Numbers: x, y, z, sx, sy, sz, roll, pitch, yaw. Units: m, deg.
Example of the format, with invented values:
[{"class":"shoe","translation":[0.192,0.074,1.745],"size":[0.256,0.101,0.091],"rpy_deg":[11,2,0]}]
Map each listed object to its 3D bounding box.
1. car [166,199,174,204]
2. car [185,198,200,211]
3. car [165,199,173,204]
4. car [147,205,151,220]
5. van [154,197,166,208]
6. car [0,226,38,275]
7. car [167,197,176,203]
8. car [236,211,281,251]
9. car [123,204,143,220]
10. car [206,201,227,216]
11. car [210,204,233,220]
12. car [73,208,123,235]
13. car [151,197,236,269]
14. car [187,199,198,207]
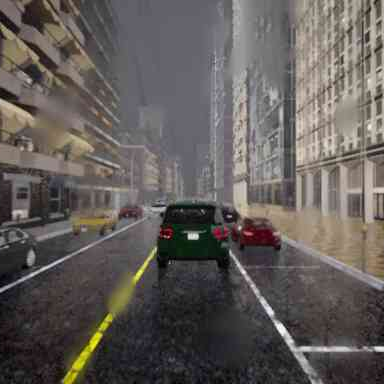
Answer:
[{"class":"car","translation":[-5.694,2.407,87.923],"size":[1.802,1.307,4.206],"rpy_deg":[0,-1,0]},{"class":"car","translation":[0.100,1.798,48.586],"size":[2.097,1.767,4.553],"rpy_deg":[0,-1,0]},{"class":"car","translation":[-5.694,2.350,82.274],"size":[1.802,1.307,4.206],"rpy_deg":[0,-1,0]},{"class":"car","translation":[-3.001,1.730,31.588],"size":[1.812,1.442,4.674],"rpy_deg":[0,-1,0]},{"class":"van","translation":[-5.692,1.892,59.684],"size":[1.690,1.788,3.998],"rpy_deg":[0,-1,0]},{"class":"car","translation":[-5.689,1.630,8.846],"size":[2.008,1.369,4.403],"rpy_deg":[0,-1,0]},{"class":"car","translation":[-5.695,2.196,93.574],"size":[2.192,1.841,5.009],"rpy_deg":[0,-1,0]},{"class":"car","translation":[2.690,1.712,14.495],"size":[1.802,1.307,4.206],"rpy_deg":[0,-1,0]},{"class":"car","translation":[-5.691,1.830,31.440],"size":[1.887,1.381,4.507],"rpy_deg":[0,-1,0]},{"class":"car","translation":[2.689,1.779,37.089],"size":[1.967,1.590,4.097],"rpy_deg":[0,-1,0]},{"class":"car","translation":[2.689,1.868,31.440],"size":[1.802,1.307,4.206],"rpy_deg":[0,-1,0]},{"class":"car","translation":[-5.690,1.705,19.973],"size":[1.752,1.417,4.829],"rpy_deg":[0,-1,0]},{"class":"car","translation":[0.018,1.326,11.723],"size":[2.150,2.045,5.566],"rpy_deg":[0,-1,0]},{"class":"car","translation":[0.105,2.145,64.553],"size":[2.033,1.411,5.357],"rpy_deg":[0,-1,-1]}]
